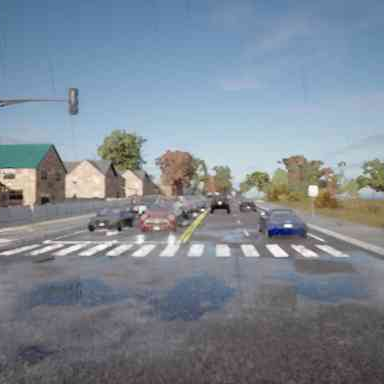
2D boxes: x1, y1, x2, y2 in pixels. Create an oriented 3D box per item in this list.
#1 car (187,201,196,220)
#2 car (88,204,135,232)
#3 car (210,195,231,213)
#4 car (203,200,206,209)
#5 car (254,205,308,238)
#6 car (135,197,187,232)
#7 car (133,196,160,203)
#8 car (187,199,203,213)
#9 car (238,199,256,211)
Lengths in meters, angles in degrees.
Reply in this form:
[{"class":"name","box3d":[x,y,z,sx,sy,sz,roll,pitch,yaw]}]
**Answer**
[{"class":"car","box3d":[-1.019,1.710,29.596,1.895,1.301,4.718,-1,0,5]},{"class":"car","box3d":[-5.010,1.682,21.090,1.994,1.385,4.181,-1,0,5]},{"class":"car","box3d":[3.279,1.323,38.507,2.150,2.045,5.566,-1,0,6]},{"class":"car","box3d":[0.972,1.700,48.607,1.812,1.442,4.674,-1,0,6]},{"class":"car","box3d":[4.695,1.574,17.695,1.994,1.385,4.181,-1,0,4]},{"class":"car","box3d":[-1.790,1.437,20.680,2.097,1.767,4.553,-1,0,5]},{"class":"car","box3d":[-4.139,1.369,31.209,2.150,2.045,5.566,-1,0,6]},{"class":"car","box3d":[-0.127,1.663,38.556,1.812,1.442,4.674,-1,0,6]},{"class":"car","box3d":[6.834,1.582,41.256,1.837,1.490,4.892,-1,0,6]}]
